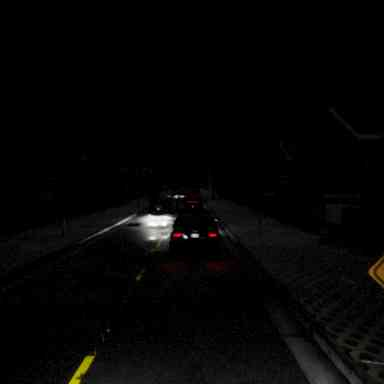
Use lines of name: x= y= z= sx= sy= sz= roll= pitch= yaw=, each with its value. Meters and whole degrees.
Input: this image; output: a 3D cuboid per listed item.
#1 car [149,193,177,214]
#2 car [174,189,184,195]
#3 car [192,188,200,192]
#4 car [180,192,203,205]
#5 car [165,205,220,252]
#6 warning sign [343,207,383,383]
car: x=-2.847 y=1.149 z=30.658 sx=2.128 sy=1.511 sz=4.902 roll=0 pitch=1 yaw=0
car: x=-2.747 y=0.011 z=72.045 sx=1.994 sy=1.385 sz=4.181 roll=0 pitch=2 yaw=0
car: x=0.966 y=-0.333 z=83.508 sx=1.812 sy=1.442 sz=4.674 roll=0 pitch=2 yaw=0
car: x=0.099 y=1.085 z=33.517 sx=2.128 sy=1.511 sz=4.902 roll=0 pitch=1 yaw=0
car: x=0.099 y=1.469 z=13.484 sx=2.033 sy=1.411 sz=5.357 roll=0 pitch=1 yaw=0
warning sign: x=2.502 y=1.103 z=3.515 sx=1.300 sy=1.860 sz=1.060 roll=-1 pitch=-1 yaw=0
